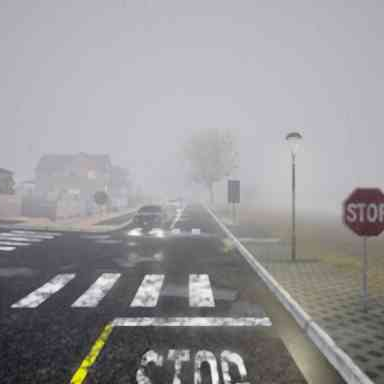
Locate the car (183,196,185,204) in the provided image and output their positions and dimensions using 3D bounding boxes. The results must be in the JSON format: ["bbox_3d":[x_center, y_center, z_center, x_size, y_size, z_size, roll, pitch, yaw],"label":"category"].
[{"bbox_3d":[-2.487,1.576,71.363,2.097,1.767,4.553,0,0,0],"label":"car"}]

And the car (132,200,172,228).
[{"bbox_3d":[-2.735,1.578,22.628,1.882,1.535,5.008,0,1,2],"label":"car"}]

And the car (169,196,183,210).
[{"bbox_3d":[-2.599,1.670,46.312,1.812,1.442,4.674,0,0,0],"label":"car"}]
